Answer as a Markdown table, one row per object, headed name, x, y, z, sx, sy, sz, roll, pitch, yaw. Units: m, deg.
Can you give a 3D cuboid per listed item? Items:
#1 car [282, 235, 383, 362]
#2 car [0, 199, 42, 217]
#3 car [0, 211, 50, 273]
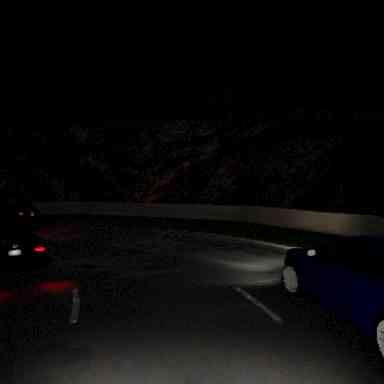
| name | x | y | z | sx | sy | sz | roll | pitch | yaw |
| --- | --- | --- | --- | --- | --- | --- | --- | --- | --- |
| car | 3.234 | 1.466 | 5.670 | 1.882 | 1.535 | 5.008 | 0 | 0 | -7 |
| car | -11.170 | 1.311 | 19.317 | 4.553 | 1.767 | 2.097 | 0 | 0 | 10 |
| car | -5.995 | 1.526 | 9.996 | 2.033 | 1.411 | 5.357 | 0 | 0 | -42 |
